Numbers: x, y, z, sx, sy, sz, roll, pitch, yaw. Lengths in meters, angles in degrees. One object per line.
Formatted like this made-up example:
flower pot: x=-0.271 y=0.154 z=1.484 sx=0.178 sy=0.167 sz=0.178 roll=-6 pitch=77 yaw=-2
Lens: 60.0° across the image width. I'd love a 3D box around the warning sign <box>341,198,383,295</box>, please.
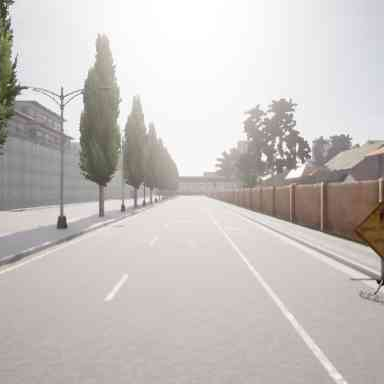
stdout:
warning sign: x=4.048 y=1.071 z=7.027 sx=1.300 sy=1.860 sz=1.060 roll=0 pitch=0 yaw=0
